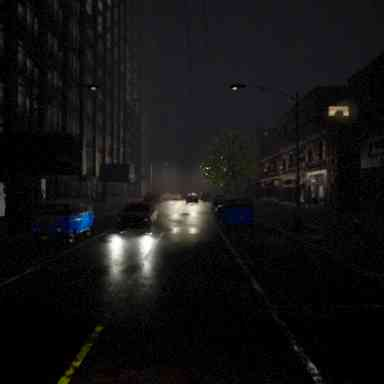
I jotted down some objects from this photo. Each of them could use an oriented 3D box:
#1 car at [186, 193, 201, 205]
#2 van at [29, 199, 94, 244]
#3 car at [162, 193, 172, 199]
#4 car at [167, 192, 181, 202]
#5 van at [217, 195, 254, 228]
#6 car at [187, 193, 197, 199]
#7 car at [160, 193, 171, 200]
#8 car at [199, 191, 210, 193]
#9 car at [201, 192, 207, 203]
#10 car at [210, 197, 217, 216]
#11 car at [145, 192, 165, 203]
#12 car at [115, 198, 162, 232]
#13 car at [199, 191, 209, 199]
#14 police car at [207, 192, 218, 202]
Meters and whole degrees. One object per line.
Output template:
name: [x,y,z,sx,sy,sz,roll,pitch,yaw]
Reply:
car: [0.024,1.192,50.382,1.895,1.301,4.718,0,1,0]
van: [-5.669,1.226,14.850,1.690,1.788,3.998,1,0,0]
car: [-5.641,0.890,75.687,1.752,1.417,4.829,1,1,0]
car: [-3.001,0.968,61.755,1.882,1.535,5.008,0,1,1]
van: [2.714,1.182,20.393,1.690,1.788,3.998,1,0,0]
car: [0.034,0.832,69.417,1.895,1.301,4.718,0,1,0]
car: [-5.645,0.980,70.312,1.947,1.339,4.313,1,1,0]
car: [2.737,0.779,64.761,2.192,1.841,5.009,1,1,0]
car: [2.728,1.086,53.841,1.752,1.417,4.829,1,1,0]
car: [2.714,1.362,25.941,1.947,1.339,4.313,1,0,0]
car: [-5.652,0.926,48.126,2.192,1.841,5.009,1,0,0]
car: [-3.091,1.327,19.344,1.882,1.535,5.008,0,0,0]
car: [2.742,0.678,75.853,2.192,1.841,5.009,1,1,0]
police car: [3.018,1.135,36.531,1.930,1.638,5.238,0,0,0]
